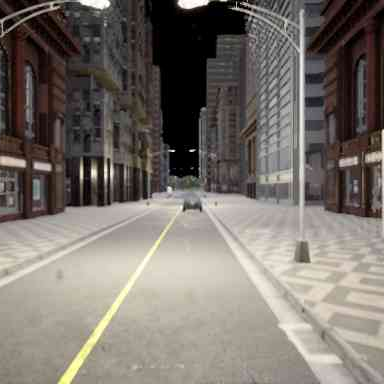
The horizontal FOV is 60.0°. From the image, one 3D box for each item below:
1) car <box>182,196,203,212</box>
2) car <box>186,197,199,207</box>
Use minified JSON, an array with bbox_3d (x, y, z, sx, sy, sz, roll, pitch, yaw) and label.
[{"bbox_3d":[0.047,1.200,36.071,2.097,1.767,4.553,0,0,0],"label":"car"},{"bbox_3d":[0.082,1.399,48.074,1.895,1.301,4.718,0,0,0],"label":"car"}]
